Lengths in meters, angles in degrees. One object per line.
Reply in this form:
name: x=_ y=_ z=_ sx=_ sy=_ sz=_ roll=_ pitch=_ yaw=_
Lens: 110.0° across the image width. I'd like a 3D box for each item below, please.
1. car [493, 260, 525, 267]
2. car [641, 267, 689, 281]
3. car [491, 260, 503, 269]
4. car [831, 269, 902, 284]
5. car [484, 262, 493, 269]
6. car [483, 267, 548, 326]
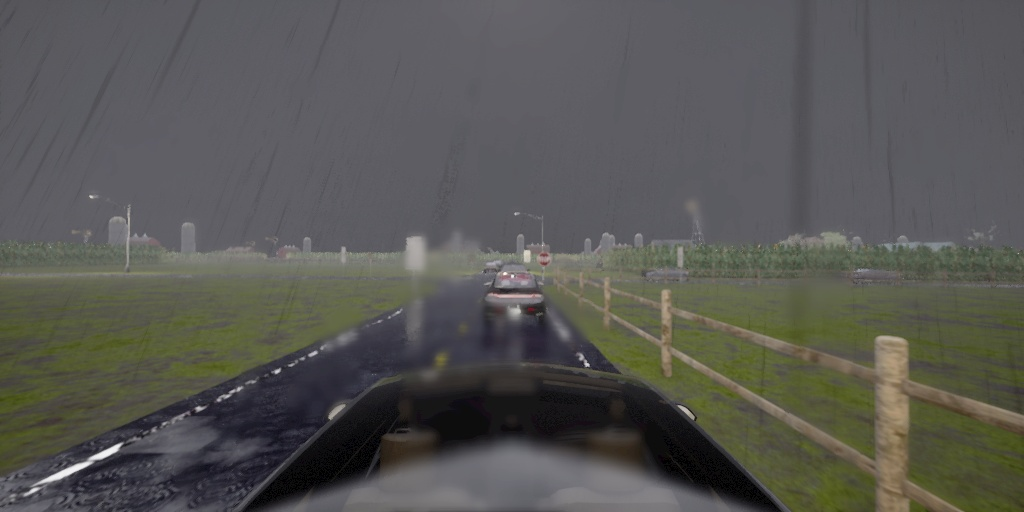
car: x=0.107 y=1.222 z=22.470 sx=2.097 sy=1.767 sz=4.553 roll=0 pitch=0 yaw=0
car: x=14.593 y=1.701 z=34.343 sx=4.181 sy=1.385 sz=1.994 roll=1 pitch=-1 yaw=0
car: x=-2.759 y=1.557 z=65.344 sx=1.882 sy=1.535 sz=5.008 roll=0 pitch=0 yaw=1
car: x=33.812 y=1.914 z=34.261 sx=5.357 sy=1.411 sz=2.033 roll=1 pitch=-1 yaw=0
car: x=-2.824 y=1.553 z=49.067 sx=2.033 sy=1.411 sz=5.357 roll=0 pitch=0 yaw=0
car: x=0.104 y=1.303 z=11.991 sx=2.128 sy=1.511 sz=4.902 roll=0 pitch=0 yaw=0
